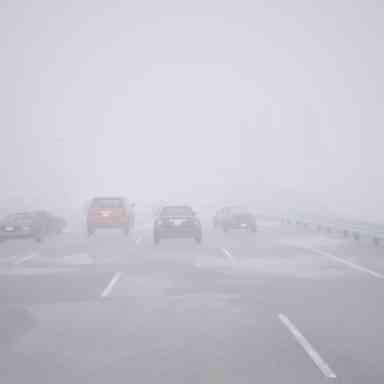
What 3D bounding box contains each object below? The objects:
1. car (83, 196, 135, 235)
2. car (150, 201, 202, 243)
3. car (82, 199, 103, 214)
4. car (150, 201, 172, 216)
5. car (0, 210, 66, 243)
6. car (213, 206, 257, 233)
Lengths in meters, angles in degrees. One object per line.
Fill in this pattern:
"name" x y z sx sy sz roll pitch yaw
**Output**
"car" -4.562 1.239 19.178 2.150 2.045 5.566 0 0 -6
"car" -0.779 1.360 16.232 2.097 1.767 4.553 0 0 -5
"car" -10.945 1.543 36.988 1.837 1.490 4.892 0 0 -12
"car" -3.308 1.622 34.550 1.895 1.301 4.718 0 0 -11
"car" -7.757 1.570 16.232 2.033 1.411 5.357 0 0 -5
"car" 2.425 1.529 19.479 1.812 1.442 4.674 0 0 -6
